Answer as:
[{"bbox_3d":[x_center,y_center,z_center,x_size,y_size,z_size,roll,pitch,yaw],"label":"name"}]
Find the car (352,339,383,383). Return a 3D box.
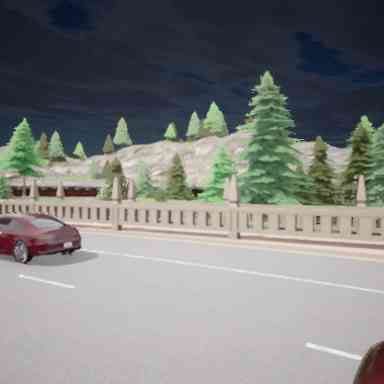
[{"bbox_3d":[2.992,1.557,1.658,4.181,1.385,1.994,0,0,36],"label":"car"}]

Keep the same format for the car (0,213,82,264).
[{"bbox_3d":[-5.838,1.462,11.402,4.674,1.442,1.812,0,0,29],"label":"car"}]
